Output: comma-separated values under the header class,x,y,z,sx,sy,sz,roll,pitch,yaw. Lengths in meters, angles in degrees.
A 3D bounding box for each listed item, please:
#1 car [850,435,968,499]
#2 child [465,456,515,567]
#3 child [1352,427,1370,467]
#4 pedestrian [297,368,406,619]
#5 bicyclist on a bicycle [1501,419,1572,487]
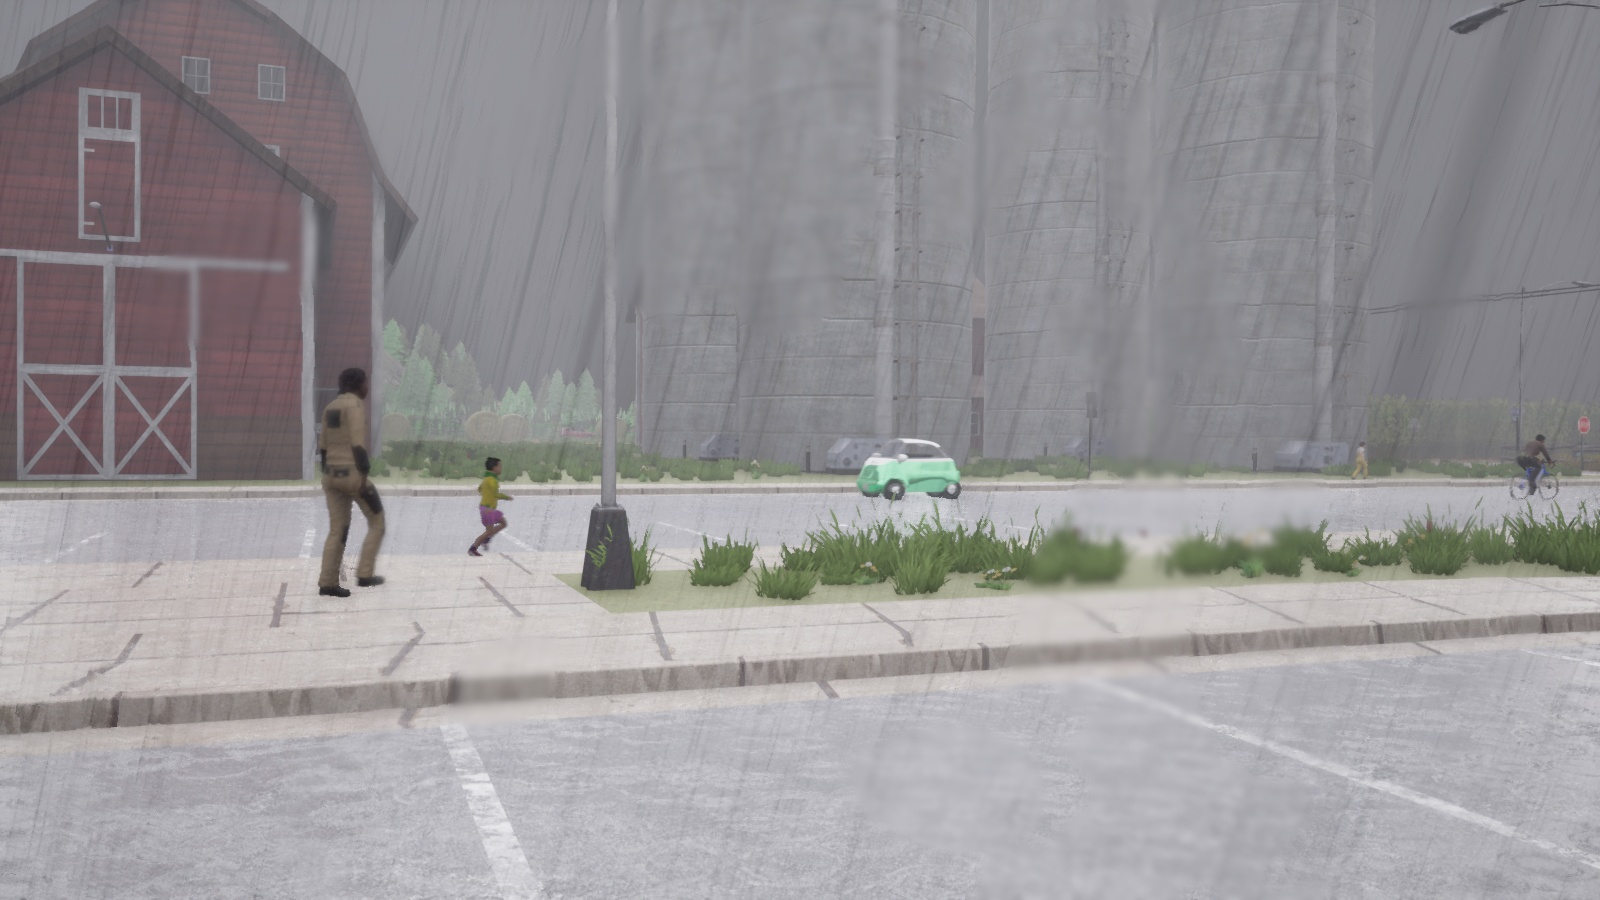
class,x,y,z,sx,sy,sz,roll,pitch,yaw
car,2.450,0.365,28.337,2.207,1.376,1.481,-1,1,-21
child,-3.322,0.651,13.442,0.473,1.160,0.299,-1,1,-21
child,17.654,-0.100,39.509,0.437,1.263,0.270,-1,1,-21
pedestrian,-3.580,0.332,10.050,0.396,1.930,0.692,0,1,36
bicyclist on a bicycle,17.987,0.058,30.666,1.656,1.620,0.582,-1,1,-21
